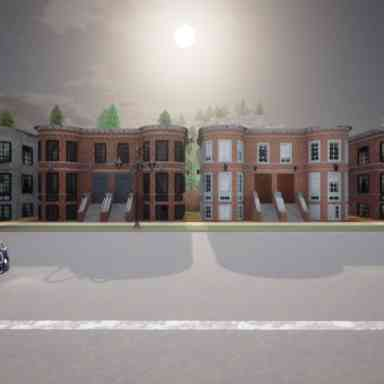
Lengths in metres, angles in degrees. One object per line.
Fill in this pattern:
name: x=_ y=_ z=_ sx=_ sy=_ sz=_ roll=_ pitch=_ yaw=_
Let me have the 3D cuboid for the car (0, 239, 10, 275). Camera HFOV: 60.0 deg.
car: x=-6.978 y=1.340 z=8.751 sx=4.553 sy=1.767 sz=2.097 roll=0 pitch=0 yaw=27
